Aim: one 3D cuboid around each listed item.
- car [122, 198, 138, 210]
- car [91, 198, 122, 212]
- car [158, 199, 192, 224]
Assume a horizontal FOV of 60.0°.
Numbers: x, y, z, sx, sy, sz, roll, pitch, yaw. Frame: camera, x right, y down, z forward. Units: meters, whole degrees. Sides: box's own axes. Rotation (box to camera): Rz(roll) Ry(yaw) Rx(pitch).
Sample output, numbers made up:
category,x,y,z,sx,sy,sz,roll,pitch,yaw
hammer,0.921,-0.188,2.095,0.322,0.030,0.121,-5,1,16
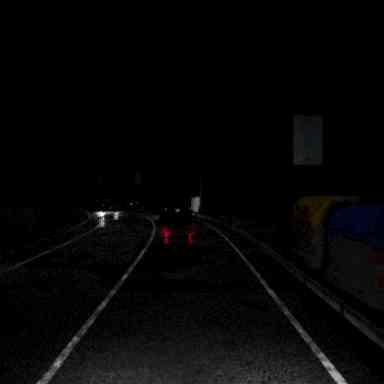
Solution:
category,x,y,z,sx,sy,sz,roll,pitch,yaw
car,-8.251,1.390,40.993,1.994,1.385,4.181,1,0,-33
car,-9.557,1.342,36.289,1.812,1.442,4.674,1,0,-31
car,-1.316,1.261,24.193,2.097,1.767,4.553,0,0,-10
